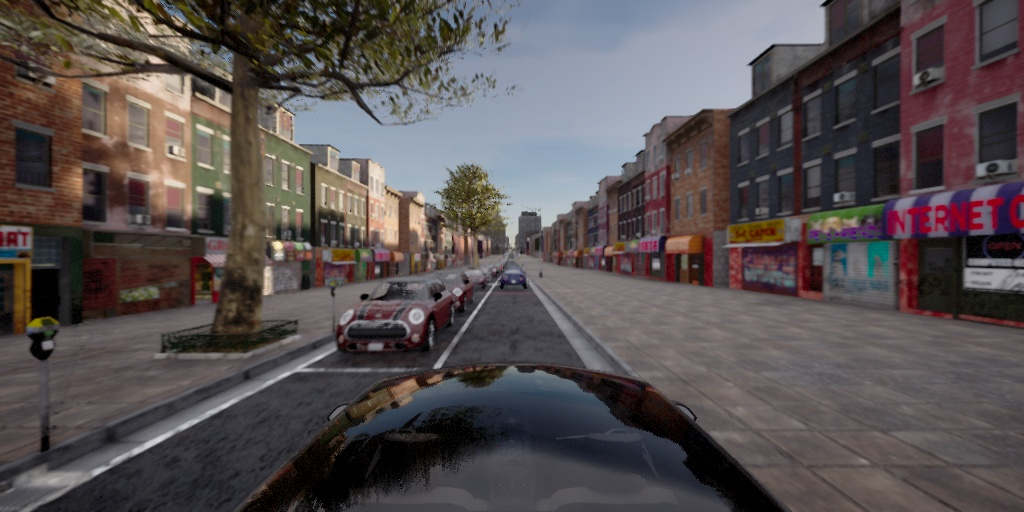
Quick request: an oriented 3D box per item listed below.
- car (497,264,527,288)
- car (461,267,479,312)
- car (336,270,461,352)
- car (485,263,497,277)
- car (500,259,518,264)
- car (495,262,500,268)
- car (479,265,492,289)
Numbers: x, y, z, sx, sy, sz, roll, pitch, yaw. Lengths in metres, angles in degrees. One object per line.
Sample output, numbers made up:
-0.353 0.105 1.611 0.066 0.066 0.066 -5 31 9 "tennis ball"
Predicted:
0.098 1.526 25.991 1.812 1.442 4.674 0 -1 0 "car"
-2.639 1.305 14.475 1.967 1.591 4.097 0 0 0 "car"
-2.639 1.251 8.944 1.967 1.591 4.097 0 0 0 "car"
-2.640 1.613 31.068 2.007 1.370 4.403 0 0 0 "car"
0.085 1.525 40.806 2.097 1.767 4.553 0 -1 0 "car"
-2.641 1.627 42.139 1.967 1.591 4.097 0 0 0 "car"
-2.640 1.576 25.535 1.802 1.307 4.207 0 0 0 "car"
